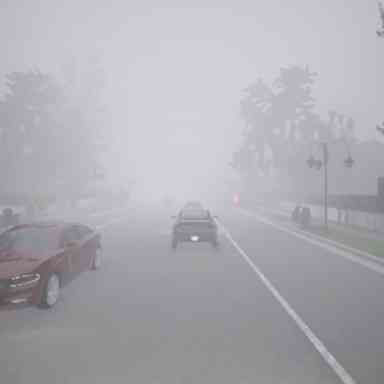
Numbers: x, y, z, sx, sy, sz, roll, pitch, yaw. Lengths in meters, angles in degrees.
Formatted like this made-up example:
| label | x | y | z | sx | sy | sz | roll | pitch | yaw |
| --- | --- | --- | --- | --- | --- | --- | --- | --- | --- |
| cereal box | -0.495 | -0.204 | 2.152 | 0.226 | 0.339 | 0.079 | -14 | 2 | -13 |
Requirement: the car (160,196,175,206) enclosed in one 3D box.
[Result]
| label | x | y | z | sx | sy | sz | roll | pitch | yaw |
| --- | --- | --- | --- | --- | --- | --- | --- | --- | --- |
| car | -3.551 | 1.344 | 50.019 | 1.812 | 1.442 | 4.674 | 0 | 0 | 0 |

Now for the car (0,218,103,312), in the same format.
| label | x | y | z | sx | sy | sz | roll | pitch | yaw |
| --- | --- | --- | --- | --- | --- | --- | --- | --- | --- |
| car | -3.594 | 1.465 | 8.000 | 1.882 | 1.535 | 5.008 | 0 | 0 | 0 |

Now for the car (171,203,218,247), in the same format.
| label | x | y | z | sx | sy | sz | roll | pitch | yaw |
| --- | --- | --- | --- | --- | --- | --- | --- | --- | --- |
| car | 0.110 | 1.470 | 14.872 | 1.837 | 1.490 | 4.892 | 0 | 0 | 0 |

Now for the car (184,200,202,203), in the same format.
| label | x | y | z | sx | sy | sz | roll | pitch | yaw |
| --- | --- | --- | --- | --- | --- | --- | --- | --- | --- |
| car | 0.119 | 1.459 | 31.884 | 1.994 | 1.385 | 4.181 | 0 | 0 | 0 |
